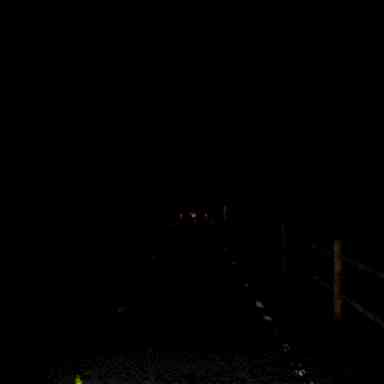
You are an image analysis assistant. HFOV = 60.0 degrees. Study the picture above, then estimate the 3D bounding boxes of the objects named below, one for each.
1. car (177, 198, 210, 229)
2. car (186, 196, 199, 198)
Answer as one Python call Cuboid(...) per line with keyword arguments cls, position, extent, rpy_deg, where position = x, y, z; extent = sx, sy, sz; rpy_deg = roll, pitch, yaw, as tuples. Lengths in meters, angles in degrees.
Cuboid(cls="car", position=(0.105, 1.545, 23.259), extent=(2.097, 1.767, 4.553), rpy_deg=(0, 0, 0))
Cuboid(cls="car", position=(0.105, 1.553, 40.859), extent=(2.150, 2.045, 5.566), rpy_deg=(0, 0, 0))
